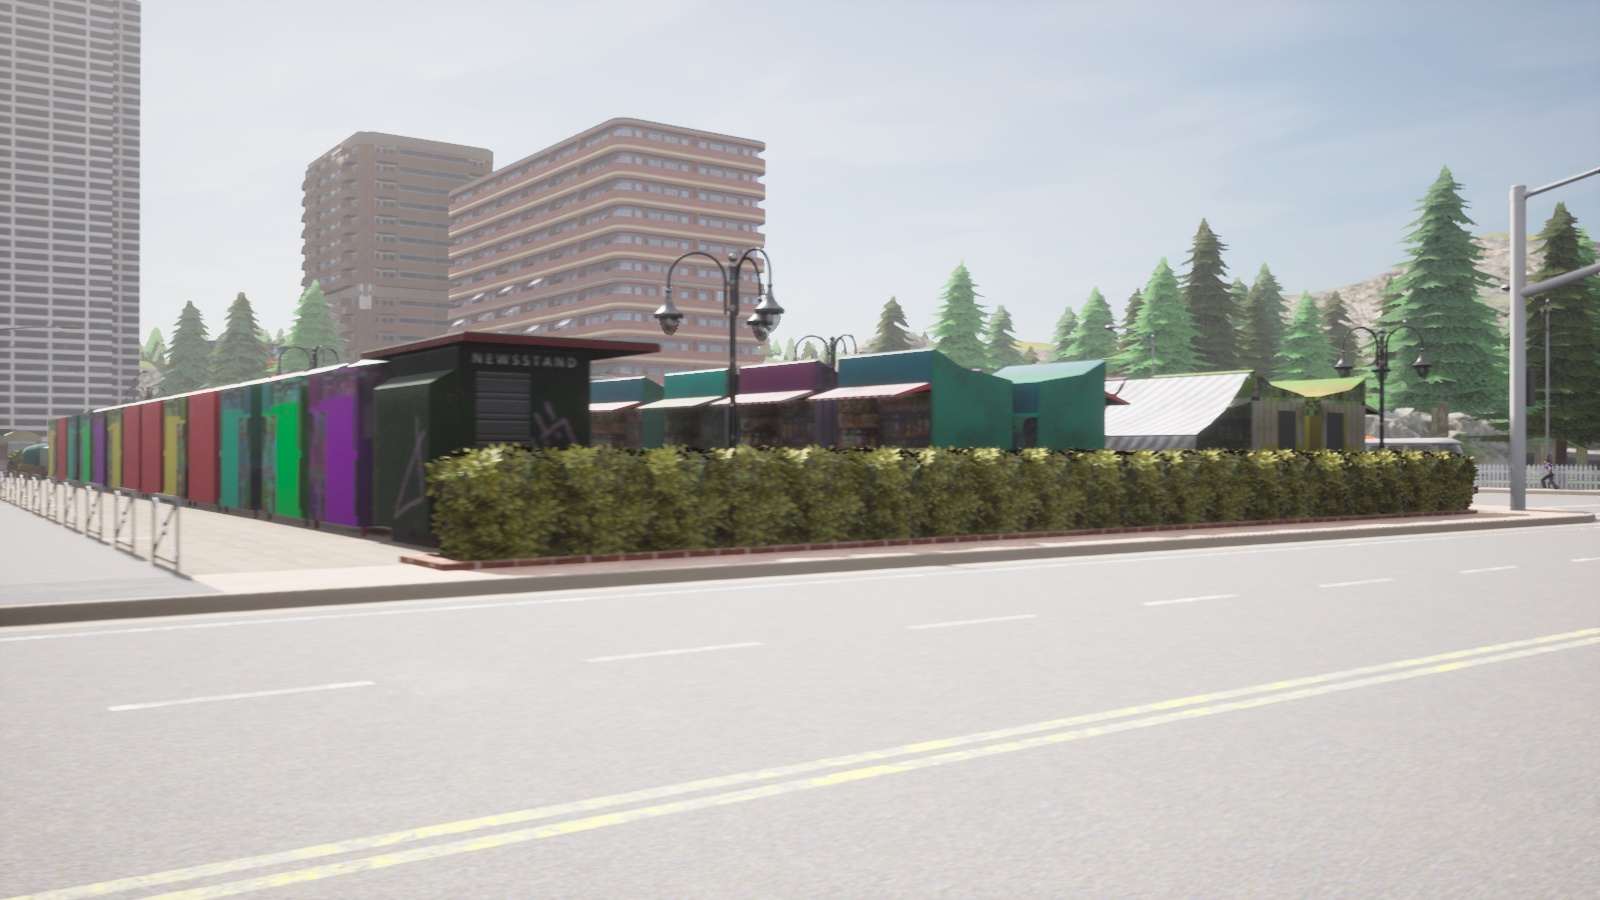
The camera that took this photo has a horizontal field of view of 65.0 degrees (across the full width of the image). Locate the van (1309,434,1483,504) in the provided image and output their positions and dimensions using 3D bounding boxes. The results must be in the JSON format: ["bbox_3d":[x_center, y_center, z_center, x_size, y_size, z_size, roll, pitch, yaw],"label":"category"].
[{"bbox_3d":[17.942,0.553,38.017,1.775,1.987,4.442,0,0,-36],"label":"van"}]

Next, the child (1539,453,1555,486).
[{"bbox_3d":[28.577,0.741,48.022,0.270,1.263,0.437,0,0,-36],"label":"child"}]
